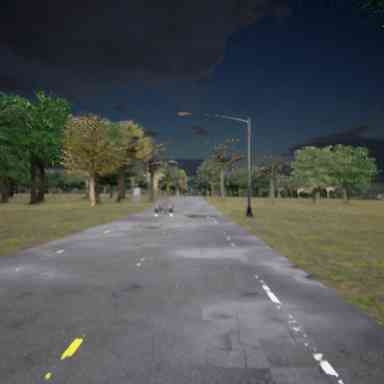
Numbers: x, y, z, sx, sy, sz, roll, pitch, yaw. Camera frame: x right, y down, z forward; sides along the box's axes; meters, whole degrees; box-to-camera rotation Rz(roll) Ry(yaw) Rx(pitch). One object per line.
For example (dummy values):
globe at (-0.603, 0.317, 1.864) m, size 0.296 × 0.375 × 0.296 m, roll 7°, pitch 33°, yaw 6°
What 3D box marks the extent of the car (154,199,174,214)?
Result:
car at (-3.265, 1.638, 39.897) m, size 2.097 × 1.767 × 4.553 m, roll 0°, pitch 0°, yaw 1°
